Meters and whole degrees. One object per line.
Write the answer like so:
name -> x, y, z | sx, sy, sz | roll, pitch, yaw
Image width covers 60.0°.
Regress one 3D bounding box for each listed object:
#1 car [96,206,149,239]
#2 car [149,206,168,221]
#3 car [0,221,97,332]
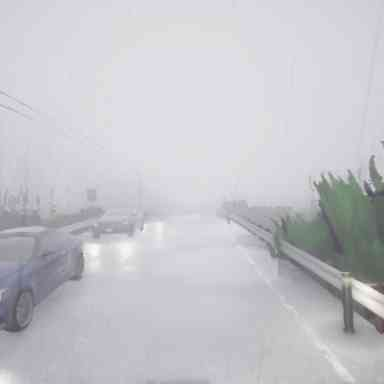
car -> -3.632, 1.455, 17.109 | 1.812, 1.442, 4.674 | -3, -1, 1
car -> -3.297, 1.910, 29.652 | 1.895, 1.301, 4.718 | -3, -3, 2
car -> -3.637, 1.524, 6.917 | 1.812, 1.442, 4.674 | -3, 1, -1
